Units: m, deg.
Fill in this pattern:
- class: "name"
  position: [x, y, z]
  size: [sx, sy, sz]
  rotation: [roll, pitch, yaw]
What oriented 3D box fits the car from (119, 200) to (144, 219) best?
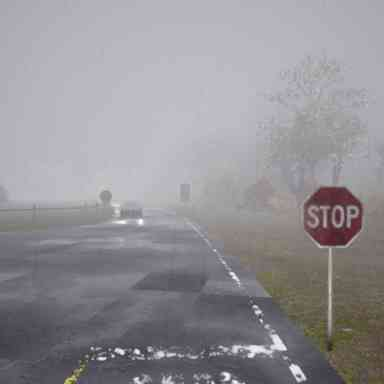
- class: "car"
  position: [-5.332, 1.478, 29.498]
  size: [1.882, 1.535, 5.008]
  rotation: [0, 0, -9]
